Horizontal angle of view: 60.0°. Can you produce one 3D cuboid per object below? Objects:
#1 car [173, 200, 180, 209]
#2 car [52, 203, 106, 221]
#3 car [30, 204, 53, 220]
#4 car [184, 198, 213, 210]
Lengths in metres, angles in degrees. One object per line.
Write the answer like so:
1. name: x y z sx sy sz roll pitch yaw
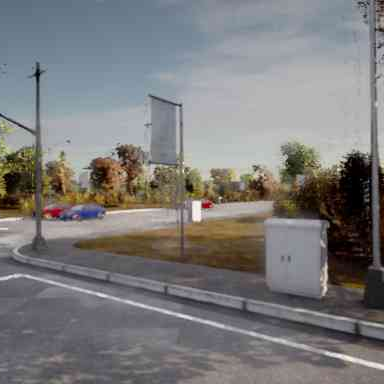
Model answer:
1. car: -1.032 1.717 50.997 2.097 1.767 4.553 -1 0 33
2. car: -9.936 1.834 30.419 1.812 1.442 4.674 -1 0 32
3. car: -13.054 1.828 32.039 1.882 1.535 5.008 -1 0 32
4. car: 1.187 1.800 47.969 1.882 1.535 5.008 -1 -1 33
